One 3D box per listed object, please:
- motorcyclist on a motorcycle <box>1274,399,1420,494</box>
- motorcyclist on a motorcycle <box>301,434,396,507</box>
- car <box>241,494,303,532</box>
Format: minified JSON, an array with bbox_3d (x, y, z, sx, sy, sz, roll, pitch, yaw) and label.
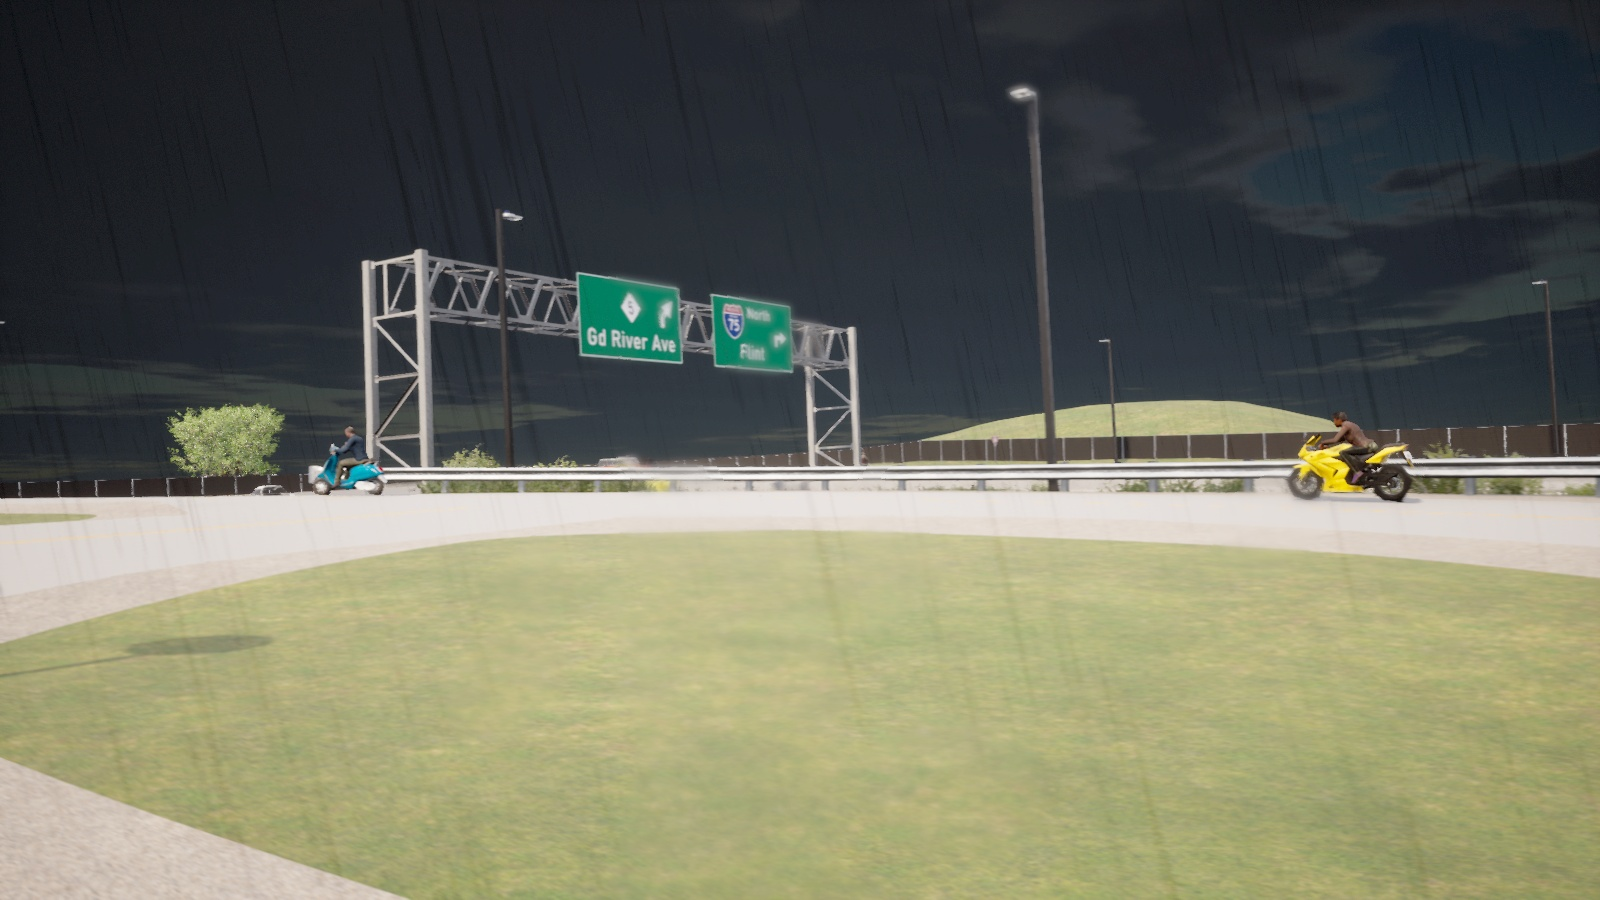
[{"bbox_3d":[9.164,-0.051,21.080,2.044,1.523,0.797,-2,1,43],"label":"motorcyclist on a motorcycle"},{"bbox_3d":[-10.366,0.462,28.868,1.817,1.590,0.866,-2,1,10],"label":"motorcyclist on a motorcycle"},{"bbox_3d":[-20.589,2.447,48.960,1.481,1.376,2.207,-2,-1,-44],"label":"car"}]
